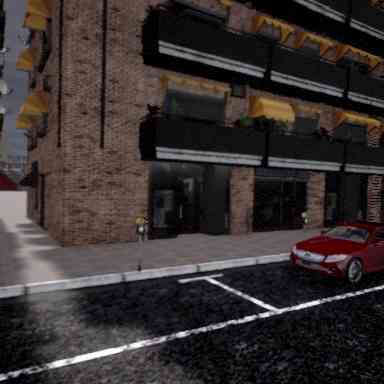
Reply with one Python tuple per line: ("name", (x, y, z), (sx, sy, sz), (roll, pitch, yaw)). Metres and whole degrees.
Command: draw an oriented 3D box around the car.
("car", (4.586, 1.485, 9.099), (4.206, 1.307, 1.802), (1, 2, -30))
